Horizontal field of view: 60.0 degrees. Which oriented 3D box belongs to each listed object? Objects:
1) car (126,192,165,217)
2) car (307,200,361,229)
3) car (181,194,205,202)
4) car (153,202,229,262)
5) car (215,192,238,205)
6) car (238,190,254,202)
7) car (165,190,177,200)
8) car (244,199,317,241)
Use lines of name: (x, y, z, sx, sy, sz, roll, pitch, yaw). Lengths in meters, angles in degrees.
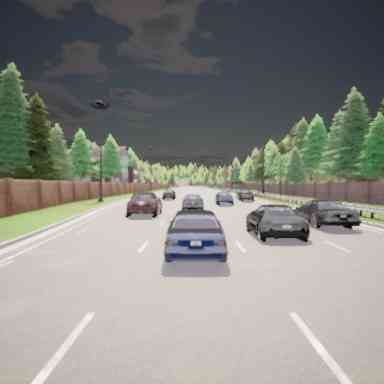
car: (-3.401, 0.799, 24.351, 2.097, 1.767, 4.553, 0, 1, 0)
car: (7.098, 1.136, 18.096, 2.033, 1.411, 5.357, 0, 1, 0)
car: (0.078, 0.909, 28.213, 2.033, 1.411, 5.357, 0, 1, 0)
car: (0.104, 1.297, 10.972, 2.033, 1.411, 5.357, 0, 1, 0)
car: (3.598, 0.696, 37.651, 2.033, 1.411, 5.357, 0, 1, 0)
car: (7.097, 0.482, 44.692, 2.128, 1.511, 4.902, 0, 1, 0)
car: (-3.402, 0.394, 50.074, 1.812, 1.442, 4.674, 0, 1, 0)
car: (3.600, 1.233, 14.588, 1.994, 1.385, 4.181, 0, 1, 0)
